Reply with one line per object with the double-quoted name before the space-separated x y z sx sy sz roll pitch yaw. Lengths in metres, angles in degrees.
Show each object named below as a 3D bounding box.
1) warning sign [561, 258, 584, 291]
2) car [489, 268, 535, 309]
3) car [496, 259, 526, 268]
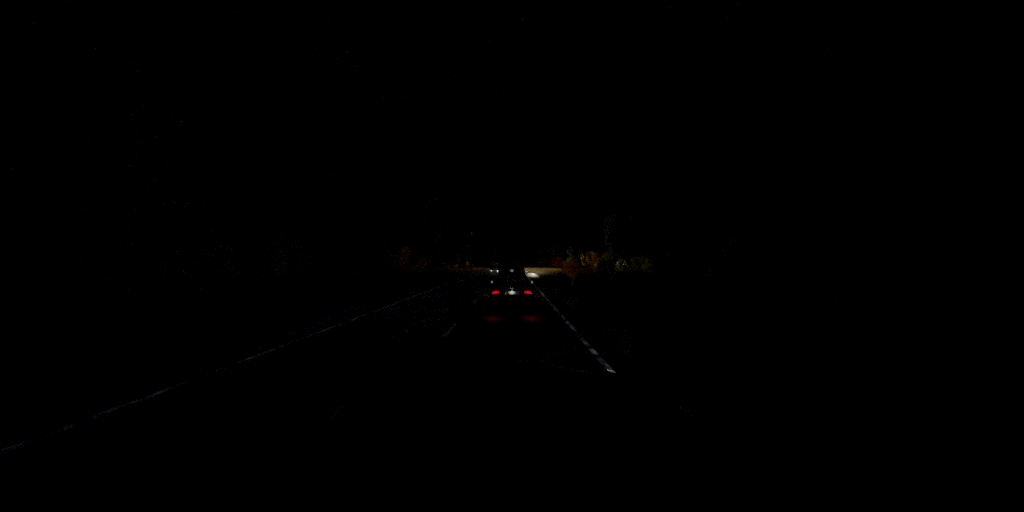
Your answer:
"warning sign" 3.546 1.058 20.925 1.300 1.860 1.060 0 0 0
"car" -0.002 1.437 15.845 2.033 1.411 5.357 0 -1 0
"car" -0.006 1.268 30.861 2.150 2.045 5.566 0 -1 0
